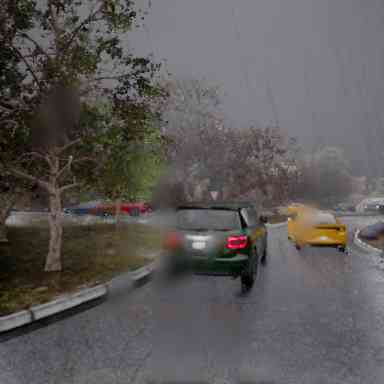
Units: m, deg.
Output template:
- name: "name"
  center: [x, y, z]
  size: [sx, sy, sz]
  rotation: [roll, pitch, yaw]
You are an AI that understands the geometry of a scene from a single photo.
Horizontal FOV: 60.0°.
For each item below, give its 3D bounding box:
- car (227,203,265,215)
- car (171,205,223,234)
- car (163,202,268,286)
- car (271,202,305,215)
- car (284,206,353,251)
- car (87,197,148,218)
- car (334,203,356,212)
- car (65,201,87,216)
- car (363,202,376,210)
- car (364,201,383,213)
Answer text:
- name: "car"
  center: [6.597, 2.031, 40.780]
  size: [4.181, 1.385, 1.994]
  rotation: [1, -1, -25]
- name: "car"
  center: [0.143, 1.671, 21.992]
  size: [1.882, 1.535, 5.008]
  rotation: [0, -1, -19]
- name: "car"
  center: [0.967, 1.296, 9.935]
  size: [2.150, 2.045, 5.566]
  rotation: [0, 0, 17]
- name: "car"
  center: [11.710, 1.990, 39.619]
  size: [5.008, 1.535, 1.882]
  rotation: [1, -1, -26]
- name: "car"
  center: [5.411, 1.602, 14.854]
  size: [1.882, 1.535, 5.008]
  rotation: [0, -1, 11]
- name: "car"
  center: [-7.187, 1.524, 33.245]
  size: [5.566, 2.045, 2.150]
  rotation: [0, 0, -5]
- name: "car"
  center: [23.195, 2.411, 50.395]
  size: [4.181, 1.385, 1.994]
  rotation: [1, -1, -41]
- name: "car"
  center: [-11.627, 1.688, 36.740]
  size: [4.553, 1.767, 2.097]
  rotation: [0, -1, 7]
- name: "car"
  center: [33.410, 2.573, 62.631]
  size: [1.994, 1.385, 4.181]
  rotation: [0, -1, 29]
- name: "car"
  center: [27.769, 2.226, 50.246]
  size: [2.097, 1.767, 4.553]
  rotation: [-1, -1, 44]
